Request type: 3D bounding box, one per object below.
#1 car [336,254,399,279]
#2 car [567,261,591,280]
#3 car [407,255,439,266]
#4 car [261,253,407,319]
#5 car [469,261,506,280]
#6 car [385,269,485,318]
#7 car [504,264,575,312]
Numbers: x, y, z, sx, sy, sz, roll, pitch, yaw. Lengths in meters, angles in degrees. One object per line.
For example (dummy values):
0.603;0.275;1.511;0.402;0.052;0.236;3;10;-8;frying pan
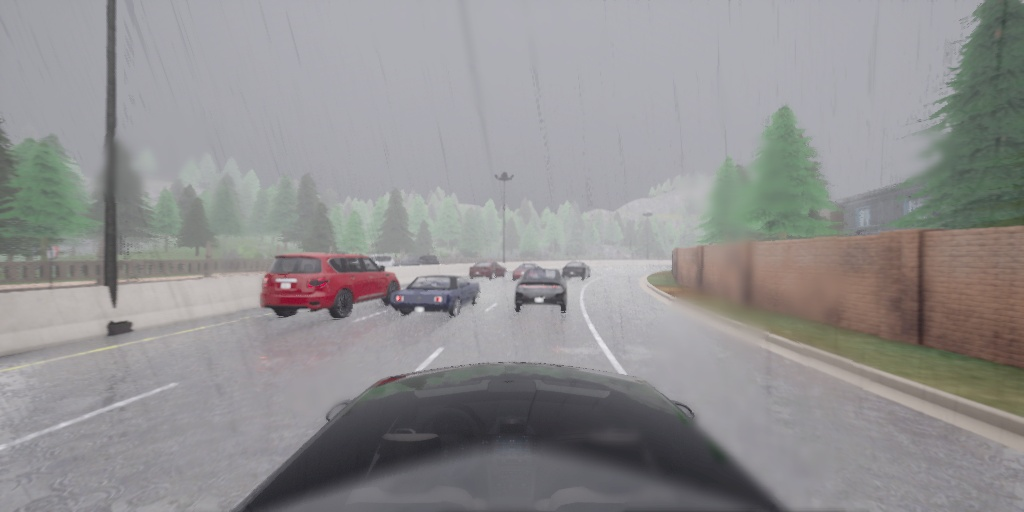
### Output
-12.702;0.873;32.091;2.150;2.045;5.566;0;0;17;car
5.674;1.226;31.264;1.882;1.535;5.008;0;0;20;car
-8.791;0.891;32.891;2.150;2.045;5.566;0;0;19;car
-6.034;0.928;12.756;2.150;2.045;5.566;0;0;7;car
-1.956;1.186;30.566;1.882;1.535;5.008;0;0;18;car
-2.492;1.325;13.020;1.895;1.301;4.718;0;0;8;car
1.245;1.235;14.173;2.128;1.511;4.902;0;0;8;car
